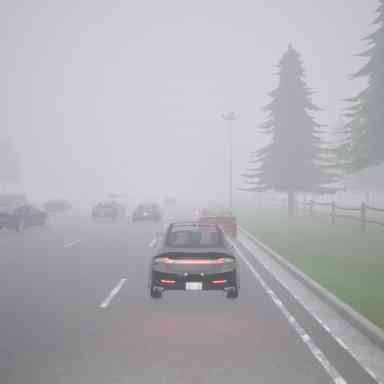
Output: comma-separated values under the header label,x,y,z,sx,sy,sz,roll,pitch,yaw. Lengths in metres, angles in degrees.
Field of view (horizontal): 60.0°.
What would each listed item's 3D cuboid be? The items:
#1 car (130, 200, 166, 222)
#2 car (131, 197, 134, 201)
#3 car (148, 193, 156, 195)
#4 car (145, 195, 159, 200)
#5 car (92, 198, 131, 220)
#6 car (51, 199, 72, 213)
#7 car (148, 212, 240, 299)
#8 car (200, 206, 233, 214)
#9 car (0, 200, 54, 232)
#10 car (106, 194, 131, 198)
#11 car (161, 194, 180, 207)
label,x,y,z,sx,sy,sz,roll,pitch,yaw
car,-3.386,1.564,26.080,1.994,1.385,4.181,0,0,0
car,-13.958,1.553,73.052,1.994,1.385,4.181,0,0,0
car,-10.449,1.595,93.602,1.895,1.301,4.718,0,0,0
car,-6.869,1.601,55.886,1.895,1.301,4.718,0,0,0
car,-6.884,1.491,27.823,2.128,1.511,4.902,0,0,0
car,-14.568,1.477,36.385,1.882,1.535,5.008,0,0,-7
car,0.057,1.492,8.457,2.128,1.511,4.902,0,0,0
car,1.234,1.478,17.799,1.882,1.535,5.008,0,0,0
car,-10.389,1.477,19.912,1.882,1.535,5.008,0,0,0
car,-10.375,1.221,45.794,2.150,2.045,5.566,0,0,0
car,-3.372,1.477,52.795,1.882,1.535,5.008,0,0,0
